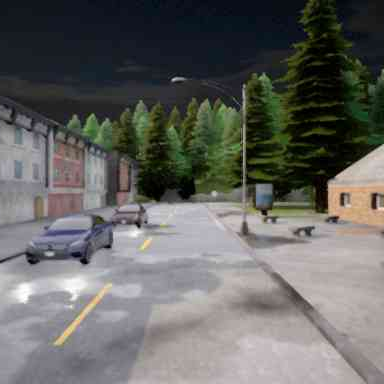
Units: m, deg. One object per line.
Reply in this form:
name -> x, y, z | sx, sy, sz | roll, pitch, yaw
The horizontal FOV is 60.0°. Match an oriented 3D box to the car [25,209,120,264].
car -> -4.074, 1.517, 11.868 | 1.812, 1.442, 4.674 | 0, 0, 0

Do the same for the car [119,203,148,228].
car -> -4.036, 1.510, 22.153 | 1.812, 1.442, 4.674 | 0, 0, 1
